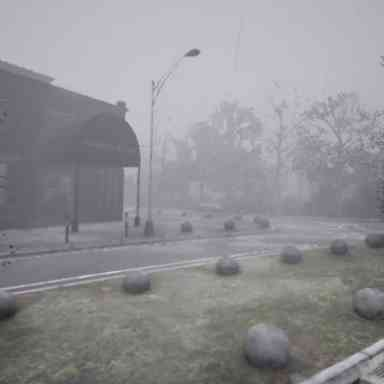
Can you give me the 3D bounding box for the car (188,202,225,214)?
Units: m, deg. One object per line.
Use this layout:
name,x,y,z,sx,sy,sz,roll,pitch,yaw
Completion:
car,1.683,1.875,39.353,4.674,1.442,1.812,1,-1,35
